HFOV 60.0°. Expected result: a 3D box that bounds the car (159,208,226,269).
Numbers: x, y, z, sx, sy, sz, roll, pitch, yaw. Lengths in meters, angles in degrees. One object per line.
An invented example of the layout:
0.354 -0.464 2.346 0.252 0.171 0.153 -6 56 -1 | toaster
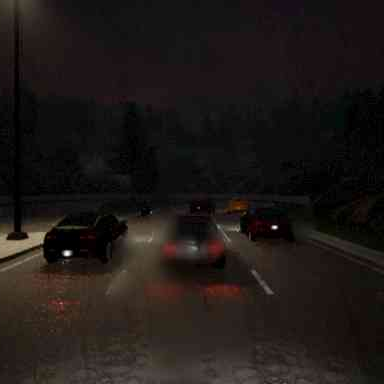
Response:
0.006 1.477 10.817 2.033 1.411 5.357 0 0 0 | car

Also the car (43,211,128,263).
-3.500 1.434 11.724 1.837 1.490 4.892 0 1 0 | car

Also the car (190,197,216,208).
1.137 1.267 32.357 1.882 1.535 5.008 0 0 12 | car

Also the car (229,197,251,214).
4.703 1.262 32.384 1.882 1.535 5.008 0 0 13 | car

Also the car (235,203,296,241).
3.486 1.455 16.028 1.994 1.385 4.181 0 0 0 | car

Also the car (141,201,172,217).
-3.005 1.415 29.232 1.895 1.301 4.718 0 0 7 | car
